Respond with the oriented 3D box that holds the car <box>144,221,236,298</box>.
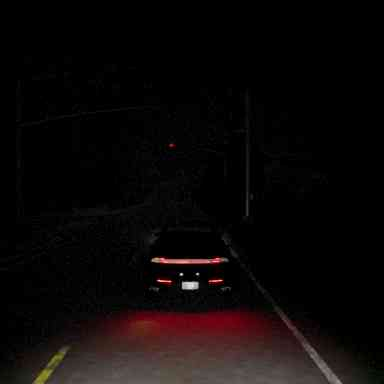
[{"bbox_3d":[-0.071,1.492,8.487,2.128,1.511,4.902,0,0,-1],"label":"car"}]
